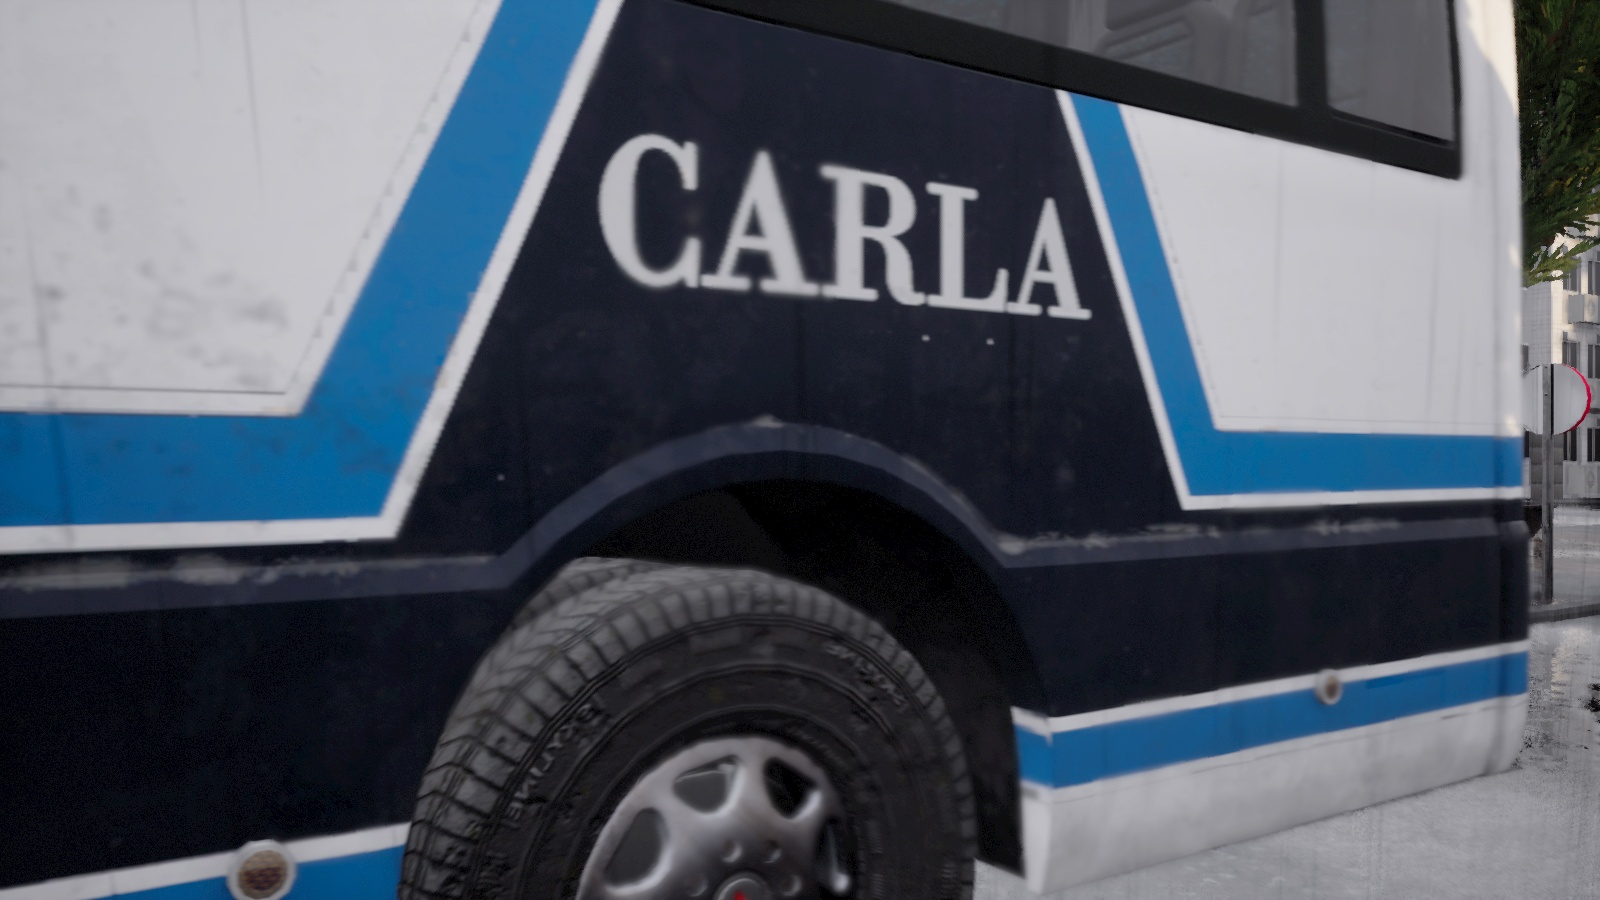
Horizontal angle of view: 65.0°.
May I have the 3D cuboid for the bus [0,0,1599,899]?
[{"bbox_3d":[-3.137,-0.620,2.110,10.273,4.253,3.944,0,0,-34],"label":"bus"}]
